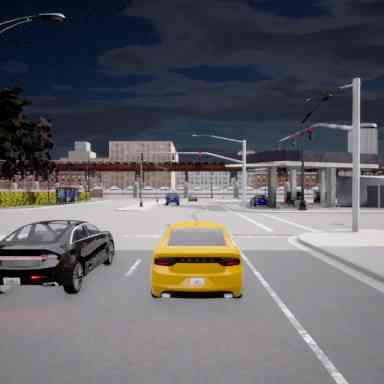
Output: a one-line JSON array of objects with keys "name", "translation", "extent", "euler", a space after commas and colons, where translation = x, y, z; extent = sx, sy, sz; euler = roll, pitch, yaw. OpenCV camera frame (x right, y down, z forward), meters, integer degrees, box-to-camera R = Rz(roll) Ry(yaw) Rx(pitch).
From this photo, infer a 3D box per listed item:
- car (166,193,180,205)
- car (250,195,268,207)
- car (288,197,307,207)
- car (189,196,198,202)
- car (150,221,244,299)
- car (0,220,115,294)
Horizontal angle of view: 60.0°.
[{"name": "car", "translation": [-3.213, 1.151, 56.573], "extent": [2.150, 2.045, 5.566], "euler": [0, 0, 0]}, {"name": "car", "translation": [9.865, 1.263, 48.775], "extent": [2.242, 1.667, 4.611], "euler": [0, 0, 1]}, {"name": "car", "translation": [15.612, 1.436, 49.519], "extent": [1.970, 1.475, 3.806], "euler": [0, 0, 1]}, {"name": "car", "translation": [0.232, 1.461, 73.481], "extent": [1.994, 1.385, 4.181], "euler": [0, 0, 0]}, {"name": "car", "translation": [0.109, 1.470, 8.512], "extent": [1.882, 1.535, 5.008], "euler": [0, 0, 0]}, {"name": "car", "translation": [-3.390, 1.476, 8.732], "extent": [2.128, 1.511, 4.902], "euler": [0, 0, 0]}]
